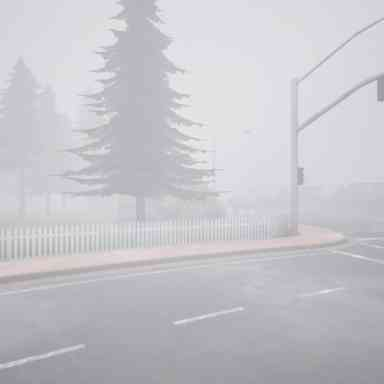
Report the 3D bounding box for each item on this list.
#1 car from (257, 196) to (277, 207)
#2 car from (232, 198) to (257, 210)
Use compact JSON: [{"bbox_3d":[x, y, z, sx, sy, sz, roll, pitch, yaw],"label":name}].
[{"bbox_3d":[11.278,1.408,51.826,2.097,1.767,4.553,0,0,-18],"label":"car"},{"bbox_3d":[6.255,1.533,44.368,1.882,1.535,5.008,0,0,-18],"label":"car"}]
